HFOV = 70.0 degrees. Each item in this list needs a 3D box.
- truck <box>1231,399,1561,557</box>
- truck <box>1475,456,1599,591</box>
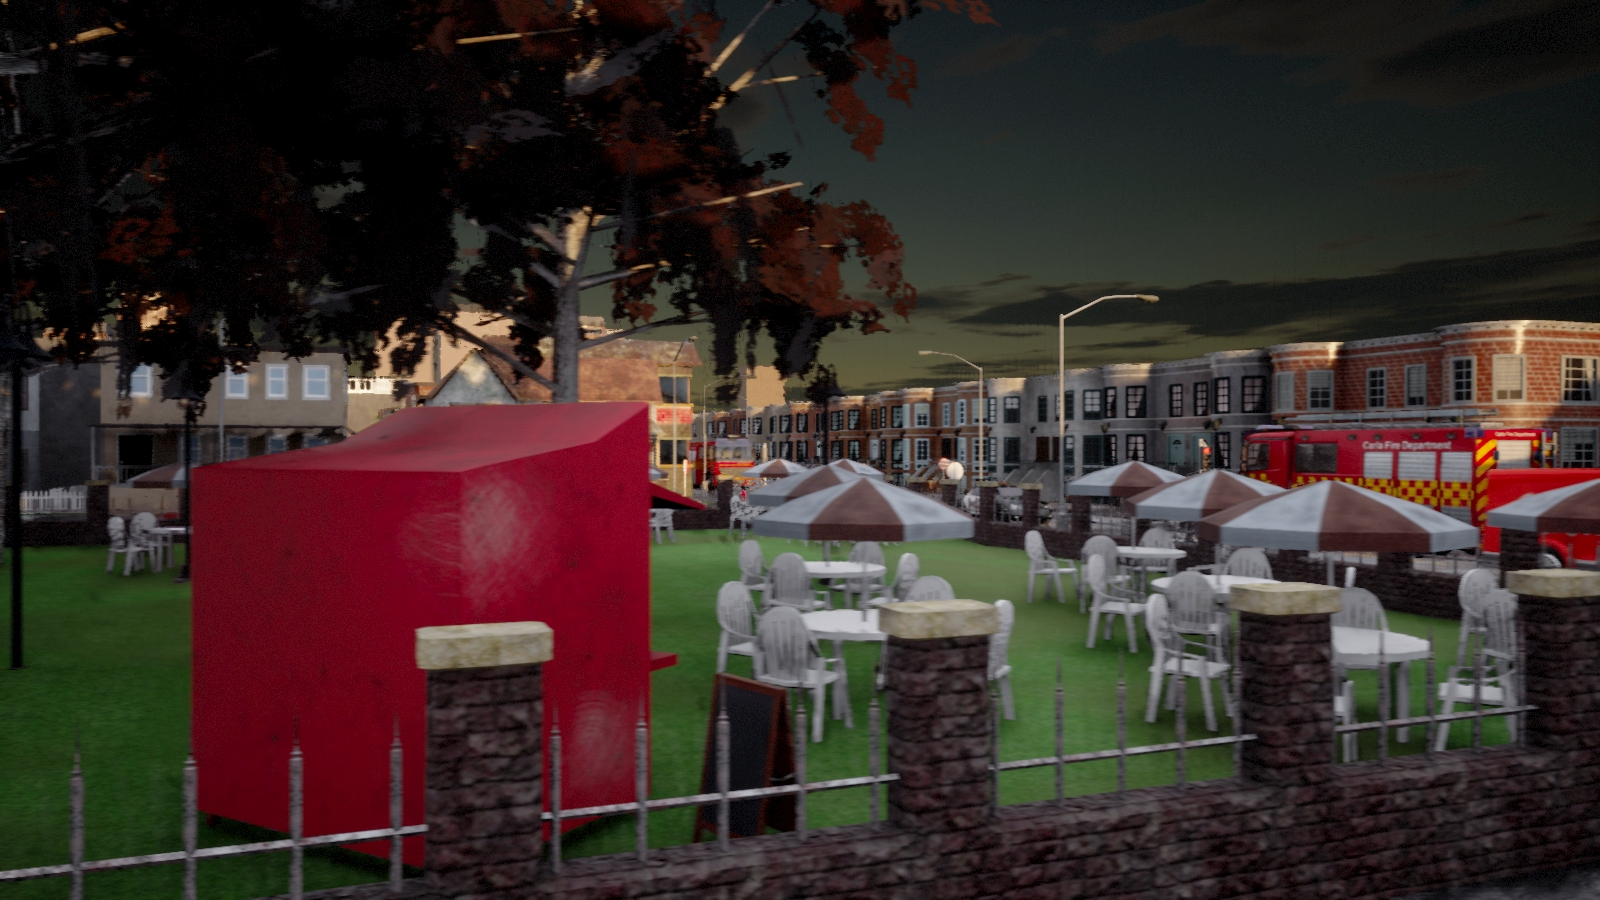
[{"bbox_3d":[16.280,0.667,32.155,2.891,3.827,8.468,0,0,-21],"label":"truck"},{"bbox_3d":[15.946,1.351,21.390,2.627,2.467,5.204,0,0,-20],"label":"truck"}]
